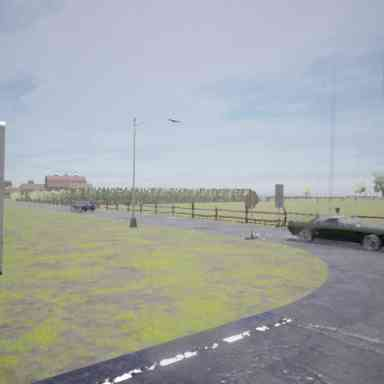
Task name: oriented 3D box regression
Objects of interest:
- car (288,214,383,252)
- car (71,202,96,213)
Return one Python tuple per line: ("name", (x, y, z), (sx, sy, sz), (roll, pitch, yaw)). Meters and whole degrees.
("car", (6.609, 1.648, 14.342), (1.895, 1.301, 4.718), (1, -1, -36))
("car", (-14.033, 1.902, 42.849), (1.895, 1.301, 4.718), (1, -1, -36))
